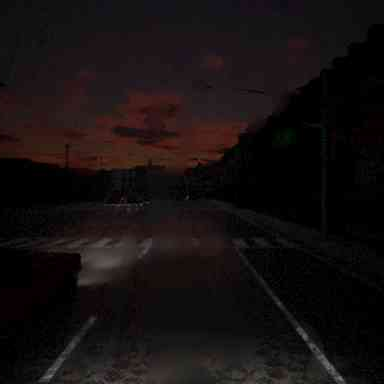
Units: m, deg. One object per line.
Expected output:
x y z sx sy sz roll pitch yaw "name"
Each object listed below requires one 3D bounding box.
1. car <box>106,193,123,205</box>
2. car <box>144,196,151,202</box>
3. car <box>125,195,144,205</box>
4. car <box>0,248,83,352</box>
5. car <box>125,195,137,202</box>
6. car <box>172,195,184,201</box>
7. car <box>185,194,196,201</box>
-14.033 1.213 60.723 2.150 2.045 5.566 0 0 1 "car"
-10.508 1.585 75.840 1.895 1.301 4.718 0 0 0 "car"
-10.538 1.518 60.773 1.812 1.442 4.674 0 0 1 "car"
-3.437 1.600 5.573 1.895 1.301 4.718 0 0 0 "car"
-14.008 1.490 76.395 1.837 1.490 4.892 0 0 0 "car"
-3.526 1.583 83.324 1.895 1.301 4.718 0 0 -3 "car"
-0.037 1.508 84.262 2.128 1.511 4.902 0 0 -3 "car"
